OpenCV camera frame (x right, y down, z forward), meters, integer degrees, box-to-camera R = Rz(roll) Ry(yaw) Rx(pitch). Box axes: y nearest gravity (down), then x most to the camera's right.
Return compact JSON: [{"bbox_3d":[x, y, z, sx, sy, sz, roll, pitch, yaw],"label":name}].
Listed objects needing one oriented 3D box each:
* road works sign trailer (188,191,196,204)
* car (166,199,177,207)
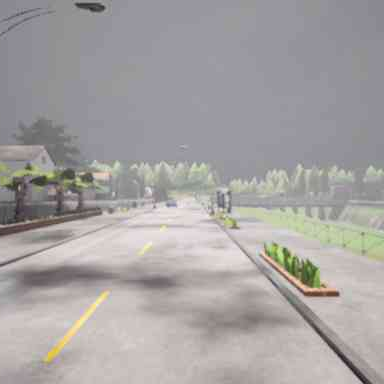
[{"bbox_3d":[-0.016,1.497,94.898,2.380,3.560,2.880,0,-1,0],"label":"road works sign trailer"},{"bbox_3d":[-4.022,2.193,65.668,1.882,1.535,5.008,0,0,0],"label":"car"}]
